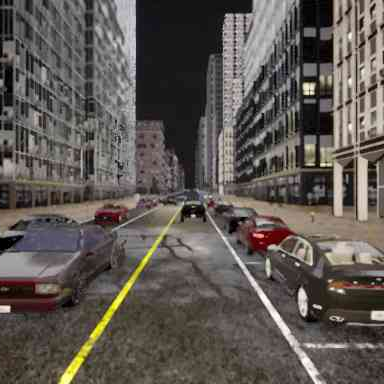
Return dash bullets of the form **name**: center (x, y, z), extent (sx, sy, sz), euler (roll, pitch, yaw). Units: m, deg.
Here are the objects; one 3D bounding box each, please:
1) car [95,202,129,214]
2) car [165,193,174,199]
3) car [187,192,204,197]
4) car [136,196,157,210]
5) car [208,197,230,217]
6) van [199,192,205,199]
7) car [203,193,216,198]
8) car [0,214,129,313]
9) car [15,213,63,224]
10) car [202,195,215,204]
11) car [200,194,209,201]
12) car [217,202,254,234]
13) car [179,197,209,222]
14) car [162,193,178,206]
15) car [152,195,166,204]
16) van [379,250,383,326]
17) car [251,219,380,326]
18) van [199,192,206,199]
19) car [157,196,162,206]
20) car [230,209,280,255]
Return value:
- **car**: center (-5.680, 1.434, 23.986), extent (1.887, 1.381, 4.507), euler (1, 0, 0)
- **car**: center (-5.674, 0.976, 84.760), extent (1.967, 1.590, 4.097), euler (1, 0, 0)
- **car**: center (0.101, 1.147, 42.061), extent (2.097, 1.767, 4.553), euler (0, 0, 0)
- **car**: center (-5.679, 1.387, 40.166), extent (1.802, 1.307, 4.206), euler (1, 0, 0)
- **car**: center (2.701, 1.415, 28.979), extent (2.008, 1.369, 4.403), euler (1, 0, 0)
- **van**: center (2.708, 0.840, 90.324), extent (1.690, 1.788, 3.998), euler (1, 0, 0)
- **car**: center (2.703, 1.245, 40.133), extent (1.967, 1.590, 4.097), euler (1, 0, 0)
- **car**: center (-3.102, 1.511, 8.085), extent (2.033, 1.411, 5.357), euler (0, 0, 0)
- **car**: center (-5.681, 1.509, 12.636), extent (1.947, 1.339, 4.313), euler (1, 0, 0)
- **car**: center (2.703, 1.259, 56.864), extent (2.008, 1.369, 4.403), euler (1, 0, 0)
- **car**: center (2.704, 1.173, 73.595), extent (1.947, 1.339, 4.313), euler (1, 0, 0)
- **car**: center (2.700, 1.483, 18.280), extent (1.947, 1.339, 4.313), euler (1, 0, 0)
- **car**: center (0.103, 1.388, 25.439), extent (1.837, 1.490, 4.892), euler (0, 1, 0)
- **car**: center (-3.081, 1.265, 47.997), extent (1.837, 1.490, 4.892), euler (0, 0, 0)
- **car**: center (-5.678, 1.274, 56.888), extent (1.947, 1.339, 4.313), euler (1, 0, 0)
- **van**: center (2.701, 1.335, 1.257), extent (1.690, 1.788, 3.998), euler (1, 0, 0)
- **car**: center (2.699, 1.519, 6.933), extent (2.008, 1.369, 4.403), euler (1, 0, 0)
- **van**: center (2.708, 0.876, 84.748), extent (1.690, 1.788, 3.998), euler (1, 0, 0)
- **car**: center (-5.677, 1.213, 45.738), extent (1.967, 1.590, 4.097), euler (1, 0, 0)
- **car**: center (2.699, 1.525, 12.607), extent (1.802, 1.307, 4.206), euler (1, 0, 0)
